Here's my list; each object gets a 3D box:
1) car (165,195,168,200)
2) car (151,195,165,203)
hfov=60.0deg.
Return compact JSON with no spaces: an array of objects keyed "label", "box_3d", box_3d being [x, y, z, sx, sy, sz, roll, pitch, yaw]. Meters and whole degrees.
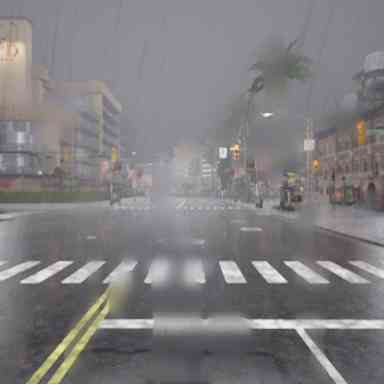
[{"label":"car","box_3d":[-7.464,1.405,89.187,1.994,1.385,4.181,0,0,-4]},{"label":"car","box_3d":[-7.009,1.489,65.839,1.895,1.301,4.718,0,0,0]}]
